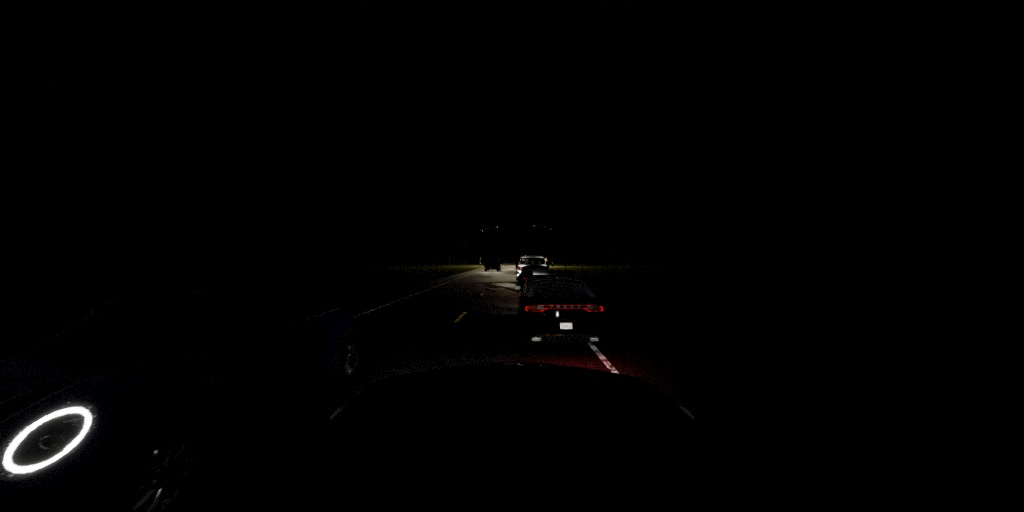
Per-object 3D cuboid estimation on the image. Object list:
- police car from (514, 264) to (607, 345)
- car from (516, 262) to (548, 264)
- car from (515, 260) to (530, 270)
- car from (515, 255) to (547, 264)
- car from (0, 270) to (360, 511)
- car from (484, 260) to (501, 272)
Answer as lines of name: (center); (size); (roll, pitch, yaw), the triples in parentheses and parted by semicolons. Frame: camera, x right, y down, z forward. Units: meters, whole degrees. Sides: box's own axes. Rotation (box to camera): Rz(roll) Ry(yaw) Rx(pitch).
police car: (1.095, 1.175, 9.651); (1.930, 1.638, 5.238); (0, 0, 1)
car: (1.247, 1.253, 19.511); (1.837, 1.490, 4.892); (0, 0, 1)
car: (1.551, 1.281, 52.783); (1.994, 1.385, 4.181); (0, 0, 4)
car: (1.391, 0.968, 25.521); (2.150, 2.045, 5.566); (0, 0, 2)
car: (-3.577, 1.102, 4.045); (2.097, 1.767, 4.553); (0, 0, 0)
car: (-2.462, 1.231, 46.108); (1.837, 1.490, 4.892); (0, 0, 3)
